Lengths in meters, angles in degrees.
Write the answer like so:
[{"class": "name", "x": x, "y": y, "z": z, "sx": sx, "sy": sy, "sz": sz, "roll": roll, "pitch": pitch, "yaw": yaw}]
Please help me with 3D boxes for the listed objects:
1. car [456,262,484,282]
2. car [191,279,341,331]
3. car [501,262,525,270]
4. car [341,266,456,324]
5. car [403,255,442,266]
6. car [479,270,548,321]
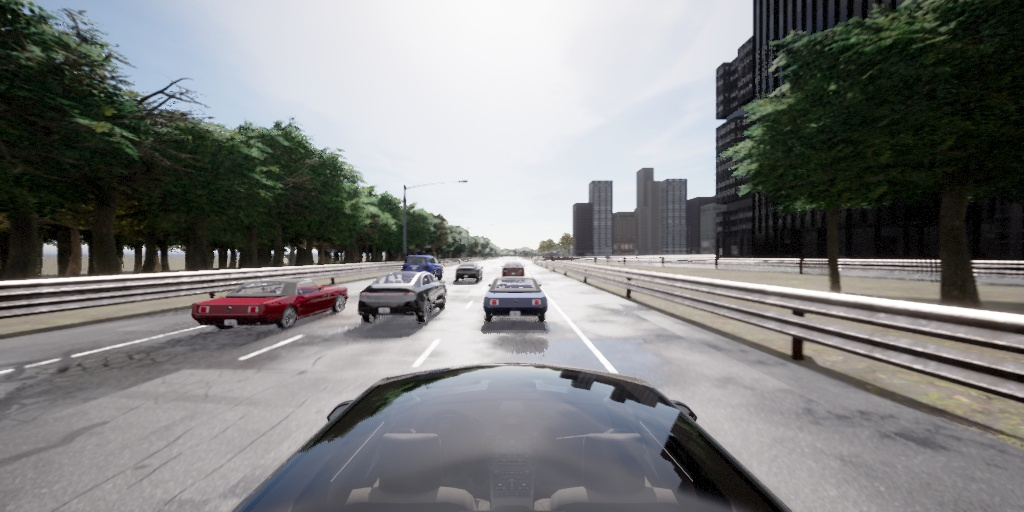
[{"class": "car", "x": -3.399, "y": 1.251, "z": 28.916, "sx": 1.837, "sy": 1.490, "sz": 4.892, "roll": 0, "pitch": 0, "yaw": 0}, {"class": "car", "x": -6.902, "y": 1.350, "z": 11.027, "sx": 1.895, "sy": 1.301, "sz": 4.718, "roll": 0, "pitch": 0, "yaw": 0}, {"class": "car", "x": 0.101, "y": 1.224, "z": 30.374, "sx": 1.882, "sy": 1.535, "sz": 5.008, "roll": 0, "pitch": 0, "yaw": 0}, {"class": "car", "x": -3.400, "y": 1.240, "z": 11.965, "sx": 2.128, "sy": 1.511, "sz": 4.902, "roll": 0, "pitch": 0, "yaw": 0}, {"class": "car", "x": -6.900, "y": 0.968, "z": 28.074, "sx": 2.150, "sy": 2.045, "sz": 5.566, "roll": 0, "pitch": 0, "yaw": 0}, {"class": "car", "x": 0.099, "y": 1.349, "z": 12.423, "sx": 1.895, "sy": 1.301, "sz": 4.718, "roll": 0, "pitch": 0, "yaw": 0}]
